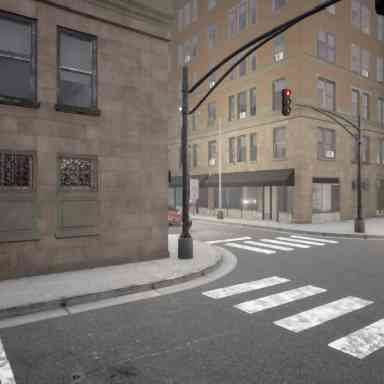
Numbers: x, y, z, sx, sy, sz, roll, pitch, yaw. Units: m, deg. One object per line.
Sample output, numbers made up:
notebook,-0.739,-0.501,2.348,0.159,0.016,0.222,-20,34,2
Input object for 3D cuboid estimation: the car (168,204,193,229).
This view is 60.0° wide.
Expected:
car,-1.868,1.427,19.848,1.812,1.442,4.674,0,0,-36
